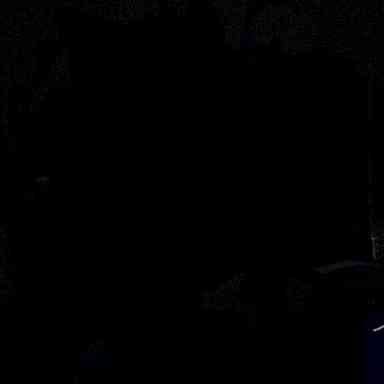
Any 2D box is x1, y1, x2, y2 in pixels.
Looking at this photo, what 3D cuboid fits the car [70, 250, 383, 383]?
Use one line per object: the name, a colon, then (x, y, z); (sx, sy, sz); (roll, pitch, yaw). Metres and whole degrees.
car: (1.082, 1.482, 3.764); (4.674, 1.442, 1.812); (0, 1, -35)
